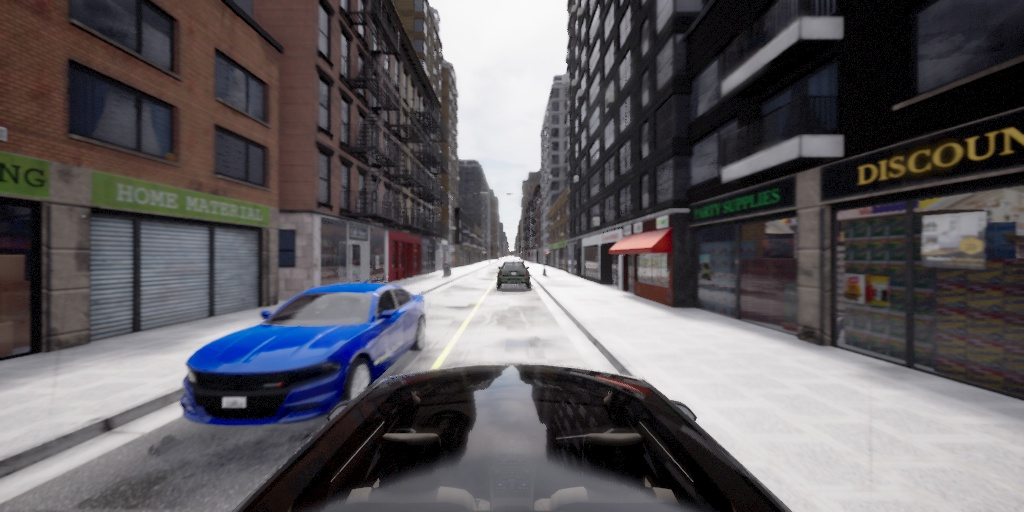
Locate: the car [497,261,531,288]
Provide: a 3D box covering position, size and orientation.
[{"bbox_3d":[0.108,1.101,23.983,2.097,1.767,4.553,0,0,0],"label":"car"}]

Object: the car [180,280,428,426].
[{"bbox_3d":[-2.839,1.228,6.169,1.882,1.535,5.008,0,0,0],"label":"car"}]
